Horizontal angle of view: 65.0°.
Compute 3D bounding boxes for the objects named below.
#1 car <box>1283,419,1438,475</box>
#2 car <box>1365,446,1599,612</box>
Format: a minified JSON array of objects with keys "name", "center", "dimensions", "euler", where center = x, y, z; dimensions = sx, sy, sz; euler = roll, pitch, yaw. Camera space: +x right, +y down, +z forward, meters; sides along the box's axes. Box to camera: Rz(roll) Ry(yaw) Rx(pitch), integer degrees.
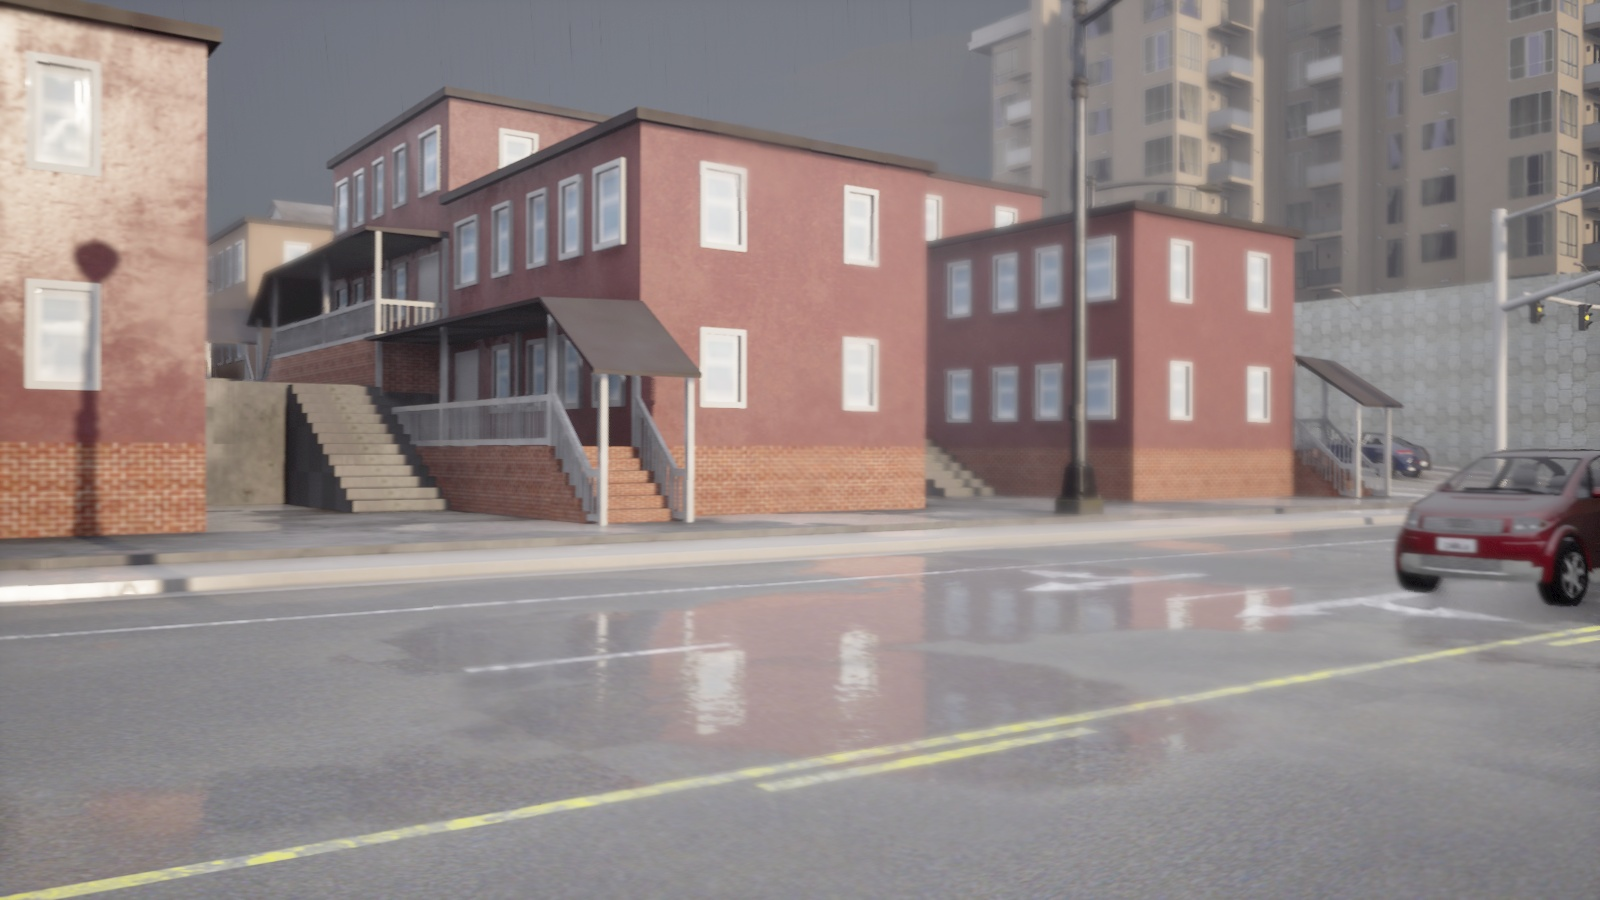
[{"name":"car","center":[21.912,-0.153,49.283],"dimensions":[2.152,1.651,5.027],"euler":[0,6,-35]},{"name":"car","center":[7.963,0.737,13.497],"dimensions":[3.705,1.549,1.789],"euler":[0,0,-35]}]
